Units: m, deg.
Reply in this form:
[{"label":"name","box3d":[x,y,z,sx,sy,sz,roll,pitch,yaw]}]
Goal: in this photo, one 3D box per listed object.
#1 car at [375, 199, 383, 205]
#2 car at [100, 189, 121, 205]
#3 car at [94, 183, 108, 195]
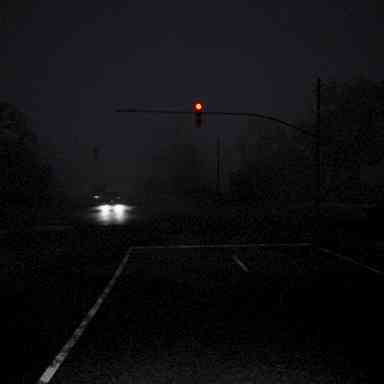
[{"label":"car","box3d":[25.075,1.231,40.897,4.718,1.301,1.895,3,1,-16]},{"label":"car","box3d":[-9.071,0.659,37.355,1.895,1.301,4.718,-1,2,-16]},{"label":"car","box3d":[-16.906,-0.603,61.464,2.150,2.045,5.566,-1,2,-19]}]
